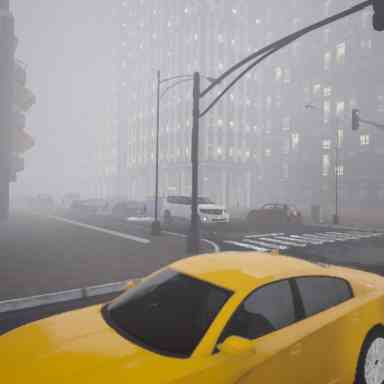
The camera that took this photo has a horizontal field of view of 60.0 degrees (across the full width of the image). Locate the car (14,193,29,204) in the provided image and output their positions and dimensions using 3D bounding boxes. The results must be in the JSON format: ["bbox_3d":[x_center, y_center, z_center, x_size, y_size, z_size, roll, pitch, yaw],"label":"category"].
[{"bbox_3d":[-30.395,1.155,60.603,2.192,1.841,5.009,1,-1,-35],"label":"car"}]

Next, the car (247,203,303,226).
[{"bbox_3d":[5.831,1.505,23.966,1.967,1.590,4.097,1,-1,-35],"label":"car"}]

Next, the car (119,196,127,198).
[{"bbox_3d":[-7.234,1.584,42.401,2.008,1.369,4.403,1,-1,-35],"label":"car"}]

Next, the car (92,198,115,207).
[{"bbox_3d":[-13.766,1.586,51.618,1.947,1.339,4.313,1,-1,-35],"label":"car"}]

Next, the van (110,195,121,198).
[{"bbox_3d":[-10.496,1.368,47.012,1.690,1.788,3.998,1,-1,-35],"label":"van"}]

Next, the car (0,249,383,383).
[{"bbox_3d":[0.350,1.478,3.625,5.008,1.535,1.882,0,0,-35],"label":"car"}]

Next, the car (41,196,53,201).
[{"bbox_3d":[-36.626,1.570,83.880,1.802,1.307,4.206,1,-1,-35],"label":"car"}]

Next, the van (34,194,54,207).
[{"bbox_3d":[-20.598,1.197,46.776,1.690,1.788,3.998,1,-1,-35],"label":"van"}]

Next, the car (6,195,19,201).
[{"bbox_3d":[-40.195,1.378,74.427,2.008,1.369,4.403,1,-1,-35],"label":"car"}]

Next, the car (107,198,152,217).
[{"bbox_3d":[-5.731,1.498,30.275,1.994,1.385,4.181,1,-1,-35],"label":"car"}]

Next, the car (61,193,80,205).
[{"bbox_3d":[-20.403,1.181,56.345,2.150,2.045,5.566,1,-1,-35],"label":"car"}]

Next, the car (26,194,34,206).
[{"bbox_3d":[-23.868,1.432,51.383,1.802,1.307,4.206,1,-1,-35],"label":"car"}]

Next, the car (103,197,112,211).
[{"bbox_3d":[-11.606,1.468,38.571,2.033,1.411,5.357,1,-1,-35],"label":"car"}]

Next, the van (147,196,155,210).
[{"bbox_3d":[-3.965,1.382,37.794,1.690,1.788,3.998,1,-1,-35],"label":"van"}]

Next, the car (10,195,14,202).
[{"bbox_3d":[-36.931,1.397,69.819,1.947,1.339,4.313,1,-1,-35],"label":"car"}]

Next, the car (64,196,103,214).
[{"bbox_3d":[-10.805,1.427,32.948,2.008,1.369,4.403,1,-1,-35],"label":"car"}]

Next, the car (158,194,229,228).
[{"bbox_3d":[0.049,1.170,22.118,2.150,2.045,5.566,1,-1,-35],"label":"car"}]
